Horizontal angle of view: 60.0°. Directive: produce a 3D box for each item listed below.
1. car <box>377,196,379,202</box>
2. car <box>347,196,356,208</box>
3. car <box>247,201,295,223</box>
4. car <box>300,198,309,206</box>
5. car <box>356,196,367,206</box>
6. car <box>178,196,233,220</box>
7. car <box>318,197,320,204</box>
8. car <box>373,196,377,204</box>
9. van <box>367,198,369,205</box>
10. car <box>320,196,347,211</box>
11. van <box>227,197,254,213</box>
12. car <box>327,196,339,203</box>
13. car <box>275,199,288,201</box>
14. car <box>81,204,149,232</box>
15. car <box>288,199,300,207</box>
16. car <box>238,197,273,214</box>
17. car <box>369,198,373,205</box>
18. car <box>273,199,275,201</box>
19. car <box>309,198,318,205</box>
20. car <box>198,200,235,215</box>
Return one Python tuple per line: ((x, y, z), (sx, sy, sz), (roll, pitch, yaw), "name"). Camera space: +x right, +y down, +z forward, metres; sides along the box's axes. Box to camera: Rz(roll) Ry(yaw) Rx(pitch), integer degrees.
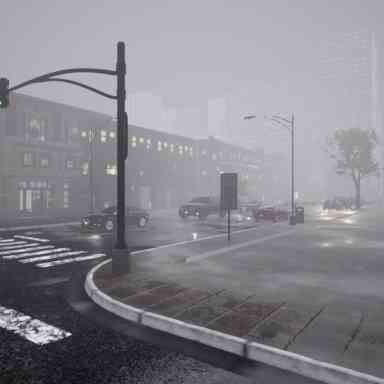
((41.485, 2.037, 76.774), (1.802, 1.307, 4.206), (0, -1, 35), "car")
((22.395, 1.581, 49.668), (2.192, 1.841, 5.009), (0, -1, 35), "car")
((6.531, 1.670, 27.047), (1.887, 1.381, 4.507), (0, 0, 35), "car")
((18.725, 1.846, 59.009), (2.008, 1.369, 4.403), (0, -1, 35), "car")
((28.759, 1.642, 58.704), (2.192, 1.841, 5.009), (0, -1, 35), "car")
((1.124, 1.341, 29.507), (2.150, 2.045, 5.566), (0, 0, 35), "car")
((28.270, 1.828, 72.563), (1.967, 1.590, 4.097), (0, -1, 35), "car")
((38.402, 1.948, 72.396), (1.752, 1.417, 4.829), (0, -1, 35), "car")
((31.940, 1.699, 63.222), (1.690, 1.788, 3.998), (0, -1, 35), "van")
((19.214, 1.676, 45.149), (1.967, 1.590, 4.097), (0, -1, 35), "car")
((5.998, 1.518, 40.938), (1.690, 1.788, 3.998), (0, 0, 35), "van")
((34.633, 1.894, 81.599), (1.967, 1.590, 4.097), (0, -1, 35), "car")
((12.264, 1.759, 49.833), (1.752, 1.417, 4.829), (0, -1, 35), "car")
((-4.763, 1.578, 21.188), (1.837, 1.490, 4.892), (0, 0, 34), "car")
((15.543, 1.816, 54.491), (2.008, 1.369, 4.403), (0, -1, 35), "car")
((7.036, 1.660, 37.881), (2.128, 1.511, 4.902), (0, 0, 35), "car")
((35.122, 1.972, 67.737), (1.802, 1.307, 4.206), (0, -1, 35), "car")
((9.180, 1.756, 45.454), (2.008, 1.369, 4.403), (0, 0, 35), "car")
((21.907, 1.876, 63.527), (2.008, 1.369, 4.403), (0, -1, 35), "car")
((2.719, 1.674, 36.279), (1.752, 1.417, 4.829), (0, 0, 35), "car")
